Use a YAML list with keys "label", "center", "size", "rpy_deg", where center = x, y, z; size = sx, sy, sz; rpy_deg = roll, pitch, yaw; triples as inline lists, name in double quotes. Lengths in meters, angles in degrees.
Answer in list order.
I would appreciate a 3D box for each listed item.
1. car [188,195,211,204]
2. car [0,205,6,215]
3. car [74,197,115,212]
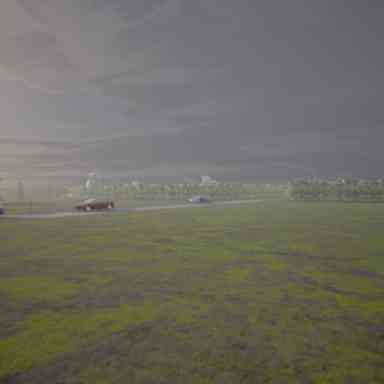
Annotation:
- label: "car"
  center: [1.323, 1.246, 55.993]
  size: [2.128, 1.511, 4.902]
  rpy_deg: [-1, 0, 36]
- label: "car"
  center: [-18.609, 1.583, 28.599]
  size: [1.812, 1.442, 4.674]
  rpy_deg: [-1, 0, 35]
- label: "car"
  center: [-11.313, 1.423, 38.707]
  size: [1.882, 1.535, 5.008]
  rpy_deg: [-1, 1, 36]
